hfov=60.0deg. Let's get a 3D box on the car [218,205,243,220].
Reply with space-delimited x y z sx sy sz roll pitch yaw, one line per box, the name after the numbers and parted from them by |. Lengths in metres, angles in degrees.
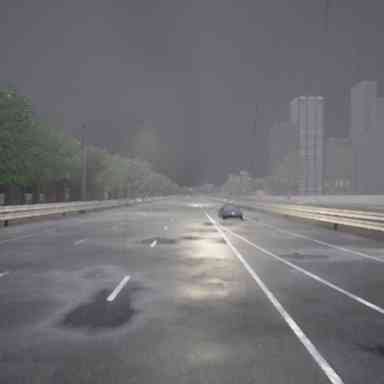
3.627 1.884 31.803 1.994 1.385 4.181 0 -1 -2 | car
